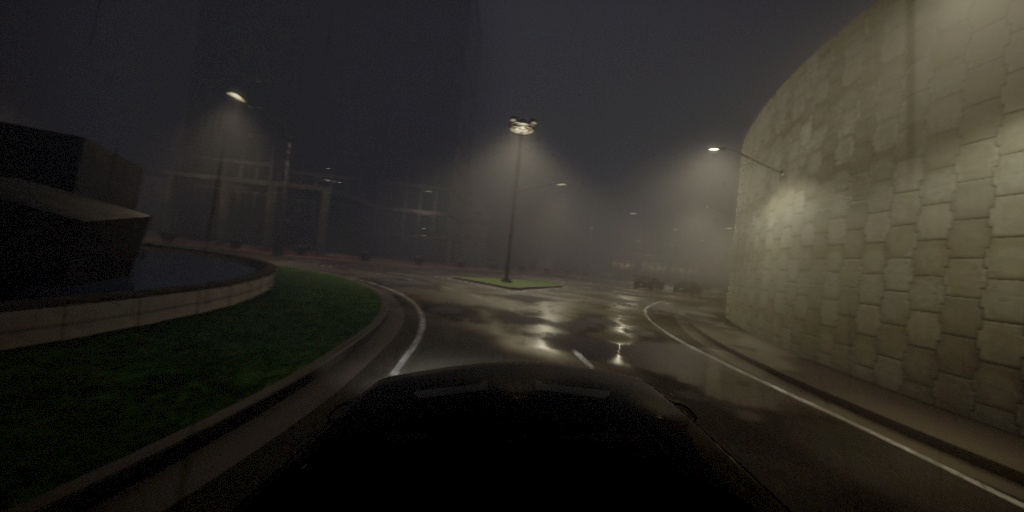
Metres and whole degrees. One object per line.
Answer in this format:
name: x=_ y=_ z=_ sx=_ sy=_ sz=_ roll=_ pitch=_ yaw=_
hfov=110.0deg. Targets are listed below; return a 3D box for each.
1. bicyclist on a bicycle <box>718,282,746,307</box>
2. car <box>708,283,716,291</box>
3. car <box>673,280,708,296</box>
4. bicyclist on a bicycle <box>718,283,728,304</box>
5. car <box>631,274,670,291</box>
bicyclist on a bicycle: x=16.729 y=2.895 z=27.302 sx=0.582 sy=1.620 sz=1.656 roll=6 pitch=-1 yaw=-20
car: x=29.681 y=4.628 z=55.825 sx=1.994 sy=1.385 sz=4.181 roll=6 pitch=0 yaw=41
car: x=18.481 y=3.298 z=37.527 sx=1.882 sy=1.535 sz=5.008 roll=6 pitch=0 yaw=41
bicyclist on a bicycle: x=16.298 y=2.849 z=26.928 sx=0.582 sy=1.620 sz=1.656 roll=6 pitch=-1 yaw=-27
car: x=14.875 y=2.927 z=38.684 sx=1.882 sy=1.535 sz=5.008 roll=6 pitch=0 yaw=41
